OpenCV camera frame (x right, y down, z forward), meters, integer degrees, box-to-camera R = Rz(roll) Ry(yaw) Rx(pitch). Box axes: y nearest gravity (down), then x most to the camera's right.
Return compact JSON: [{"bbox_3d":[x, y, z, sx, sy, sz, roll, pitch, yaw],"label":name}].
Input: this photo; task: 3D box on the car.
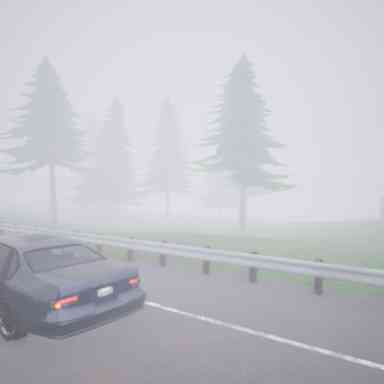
[{"bbox_3d":[-3.303,1.532,6.492,5.357,1.411,2.033,0,0,37],"label":"car"}]
